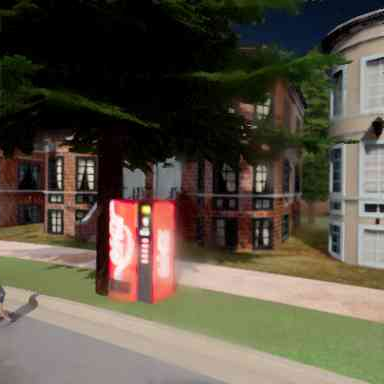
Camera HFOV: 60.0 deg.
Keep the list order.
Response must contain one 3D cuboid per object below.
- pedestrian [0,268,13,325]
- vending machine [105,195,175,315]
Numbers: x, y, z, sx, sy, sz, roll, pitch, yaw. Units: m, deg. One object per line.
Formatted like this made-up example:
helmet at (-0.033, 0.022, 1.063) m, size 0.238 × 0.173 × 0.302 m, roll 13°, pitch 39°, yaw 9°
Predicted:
pedestrian at (-3.135, 1.597, 5.331) m, size 0.500 × 1.100 × 0.500 m, roll 1°, pitch 1°, yaw 29°
vending machine at (-1.010, 1.131, 6.625) m, size 0.880 × 2.100 × 1.100 m, roll 1°, pitch 1°, yaw 30°
